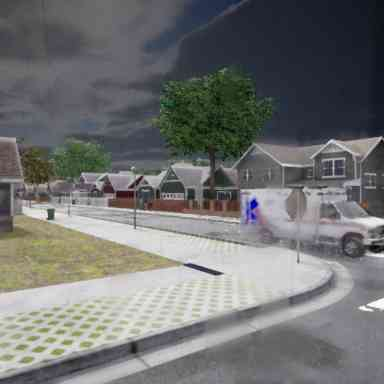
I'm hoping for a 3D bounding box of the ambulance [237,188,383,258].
[{"bbox_3d":[4.854,1.076,13.928,2.351,2.431,6.366,0,0,-35],"label":"ambulance"}]
